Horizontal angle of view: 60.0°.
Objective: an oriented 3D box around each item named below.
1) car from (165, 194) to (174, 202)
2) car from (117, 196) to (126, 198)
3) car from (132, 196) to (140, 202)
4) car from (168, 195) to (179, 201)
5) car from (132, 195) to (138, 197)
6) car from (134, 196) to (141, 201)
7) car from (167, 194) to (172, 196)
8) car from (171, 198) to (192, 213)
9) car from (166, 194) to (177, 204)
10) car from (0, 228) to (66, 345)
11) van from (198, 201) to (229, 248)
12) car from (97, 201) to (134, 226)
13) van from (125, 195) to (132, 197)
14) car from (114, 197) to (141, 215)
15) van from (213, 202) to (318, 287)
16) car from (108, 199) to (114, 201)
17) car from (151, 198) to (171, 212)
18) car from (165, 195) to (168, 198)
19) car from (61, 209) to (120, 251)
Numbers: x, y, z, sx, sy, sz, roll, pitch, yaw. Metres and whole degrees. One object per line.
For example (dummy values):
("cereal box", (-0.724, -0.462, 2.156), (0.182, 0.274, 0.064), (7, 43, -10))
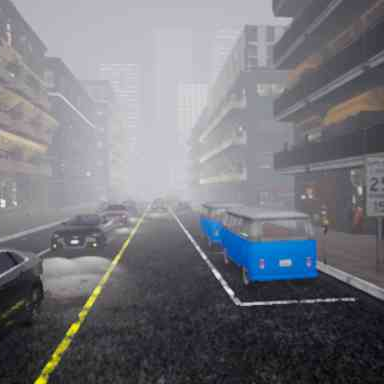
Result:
("car", (-5.557, 1.480, 81.587), (2.192, 1.841, 5.009), (-2, 0, -6))
("car", (-9.868, 1.612, 41.754), (1.967, 1.590, 4.097), (-1, 0, -6))
("car", (-14.460, 1.866, 86.335), (1.802, 1.307, 4.206), (-1, 0, -6))
("car", (-2.147, 1.607, 48.318), (1.752, 1.417, 4.829), (-1, 0, -6))
("car", (-12.175, 1.542, 64.044), (2.192, 1.841, 5.009), (-1, 0, -6))
("car", (-15.030, 1.880, 91.908), (1.802, 1.307, 4.206), (-1, 0, -6))
("car", (-3.276, 1.424, 59.295), (2.192, 1.841, 5.009), (-1, 0, -6))
("car", (-0.988, 1.636, 37.003), (1.802, 1.307, 4.206), (-1, 0, -6))
("car", (-4.417, 1.452, 70.441), (2.192, 1.841, 5.009), (-1, 0, -6))
("car", (-3.432, 1.540, 4.210), (2.128, 1.511, 4.902), (-1, 0, -6))
("van", (1.287, 1.341, 14.711), (1.690, 1.788, 3.998), (-1, 0, -6))
("car", (-5.481, 1.622, 24.240), (1.812, 1.442, 4.674), (-1, 0, -6))
("van", (-11.011, 1.541, 52.900), (1.690, 1.788, 3.998), (-1, 0, -6))
("car", (-6.506, 1.613, 34.636), (2.128, 1.511, 4.902), (-1, 0, -5))
("van", (1.857, 1.328, 9.137), (1.690, 1.788, 3.998), (-1, 0, -6))
("car", (-9.294, 1.740, 36.182), (1.802, 1.307, 4.206), (-1, 0, -6))
("car", (-3.857, 1.695, 39.697), (1.895, 1.301, 4.718), (-1, 0, -6))
("car", (-4.921, 1.624, 50.056), (1.837, 1.490, 4.892), (-1, 0, -6))
("car", (-4.447, 1.636, 14.096), (1.994, 1.385, 4.181), (-1, 0, -5))
